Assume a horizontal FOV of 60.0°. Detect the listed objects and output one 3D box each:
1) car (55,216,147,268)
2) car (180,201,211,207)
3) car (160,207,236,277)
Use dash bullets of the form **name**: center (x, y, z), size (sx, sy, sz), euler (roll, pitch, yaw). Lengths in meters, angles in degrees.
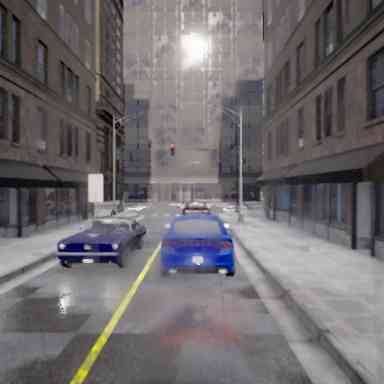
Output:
- **car**: center (-2.761, 1.524, 11.089), size (1.895, 1.301, 4.718), euler (0, 0, 1)
- **car**: center (0.241, 1.339, 22.158), size (2.128, 1.511, 4.902), euler (0, 0, -1)
- **car**: center (0.154, 1.410, 10.051), size (1.882, 1.535, 5.008), euler (0, 0, 0)
